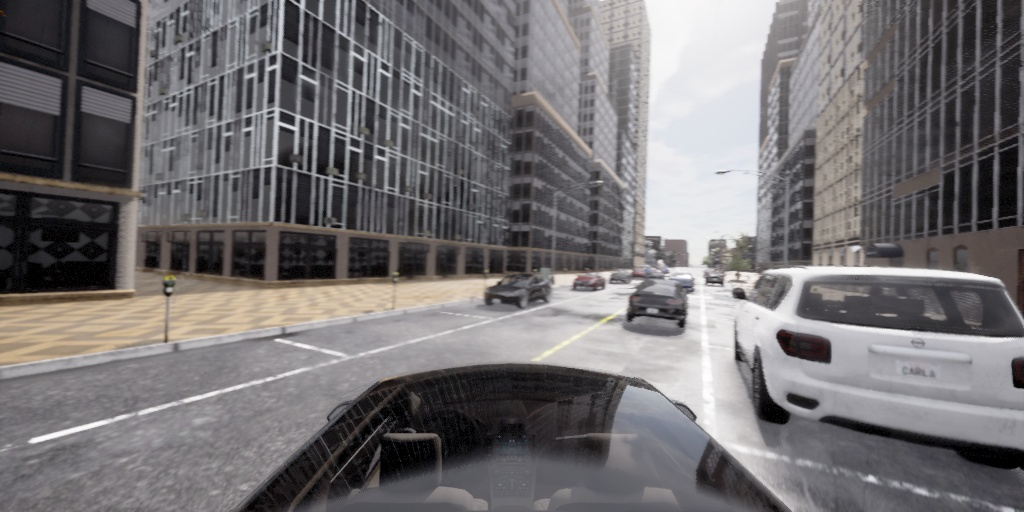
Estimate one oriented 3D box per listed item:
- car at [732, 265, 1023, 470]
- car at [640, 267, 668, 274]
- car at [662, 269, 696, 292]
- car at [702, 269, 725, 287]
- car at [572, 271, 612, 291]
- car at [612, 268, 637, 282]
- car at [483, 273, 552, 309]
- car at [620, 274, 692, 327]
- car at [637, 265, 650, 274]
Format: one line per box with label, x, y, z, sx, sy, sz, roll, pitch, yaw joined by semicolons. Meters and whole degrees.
car;4.913;1.190;5.620;2.150;2.045;5.566;2;-1;28
car;15.825;2.215;39.731;1.994;1.385;4.181;2;-1;28
car;13.287;2.007;28.104;2.033;1.411;5.357;2;-1;28
car;21.007;2.380;37.304;1.948;1.339;4.313;0;0;28
car;5.673;1.753;26.083;1.802;1.307;4.207;0;0;28
car;10.954;1.997;36.166;2.007;1.370;4.403;0;0;28
car;0.393;1.459;16.002;1.948;1.339;4.313;0;0;28
car;5.376;1.570;13.030;1.812;1.442;4.674;2;-1;27
car;16.235;2.266;46.248;1.888;1.381;4.507;0;0;28
